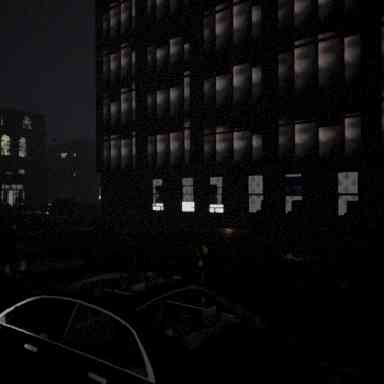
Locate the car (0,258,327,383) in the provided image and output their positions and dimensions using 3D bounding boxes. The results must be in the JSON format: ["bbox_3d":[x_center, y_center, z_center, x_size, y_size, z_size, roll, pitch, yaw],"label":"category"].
[{"bbox_3d":[-0.929,1.550,3.537,4.403,1.369,2.008,0,0,35],"label":"car"}]

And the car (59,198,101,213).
[{"bbox_3d":[-12.170,1.672,37.243,1.802,1.307,4.206,-1,-1,36],"label":"car"}]

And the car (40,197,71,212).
[{"bbox_3d":[-16.371,1.476,41.361,2.097,1.767,4.553,0,-1,37],"label":"car"}]

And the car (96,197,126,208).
[{"bbox_3d":[-12.399,1.629,51.149,1.967,1.590,4.097,-1,-1,36],"label":"car"}]
